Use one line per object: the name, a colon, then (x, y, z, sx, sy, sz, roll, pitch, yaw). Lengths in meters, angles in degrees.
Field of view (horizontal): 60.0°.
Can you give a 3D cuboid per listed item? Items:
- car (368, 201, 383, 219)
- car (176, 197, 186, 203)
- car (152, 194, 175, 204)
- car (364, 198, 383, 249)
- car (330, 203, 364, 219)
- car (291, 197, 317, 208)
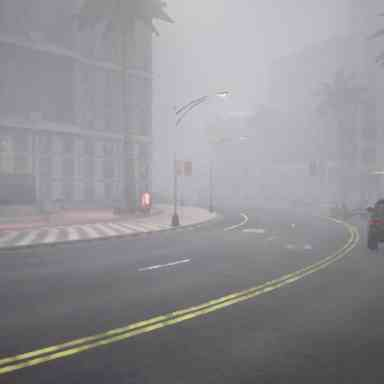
car: (17.026, 1.532, 28.480, 1.812, 1.442, 4.674, 0, 0, 6)
car: (-3.401, 1.600, 66.535, 2.033, 1.411, 5.357, 0, 0, -35)
car: (-6.234, 1.324, 64.480, 2.150, 2.045, 5.566, 0, 0, -35)
car: (8.708, 1.257, 13.994, 2.150, 2.045, 5.566, 0, 0, 30)
car: (13.547, 1.615, 28.859, 1.895, 1.301, 4.718, 0, 0, 6)
car: (16.257, 1.525, 48.327, 1.812, 1.442, 4.674, 0, 0, -17)
